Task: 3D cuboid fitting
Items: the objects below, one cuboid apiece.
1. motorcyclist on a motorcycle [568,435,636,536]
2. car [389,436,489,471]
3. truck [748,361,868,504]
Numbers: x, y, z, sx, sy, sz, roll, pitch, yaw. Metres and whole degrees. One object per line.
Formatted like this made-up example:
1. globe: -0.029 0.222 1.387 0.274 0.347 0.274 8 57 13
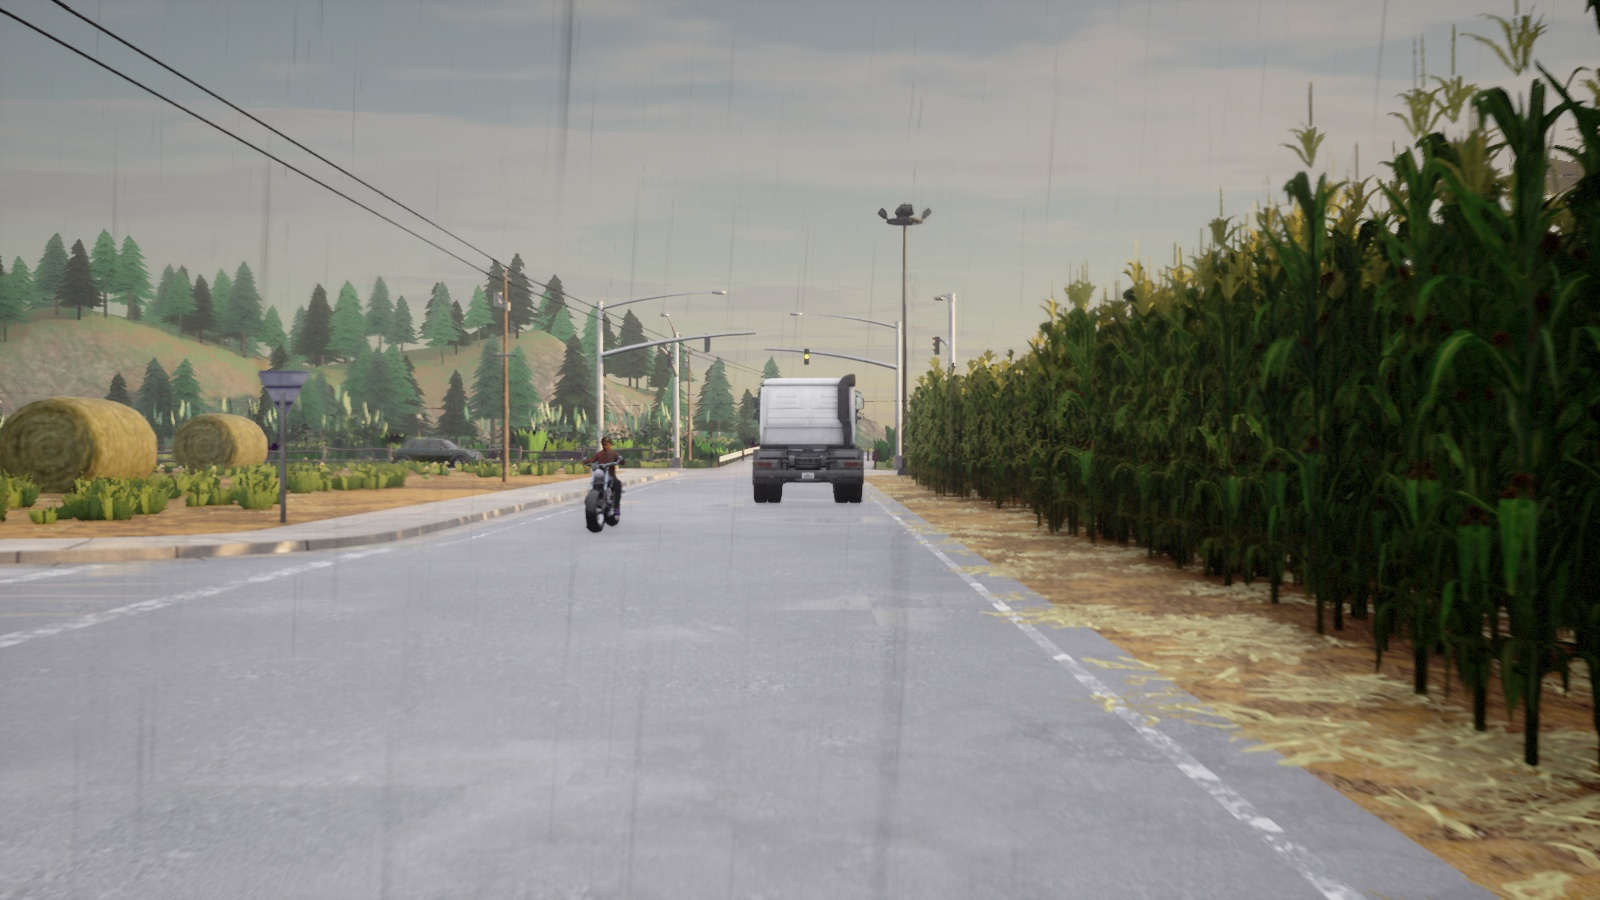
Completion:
1. motorcyclist on a motorcycle: -3.377 0.567 21.606 0.766 1.649 2.350 0 1 1
2. car: -18.672 0.171 65.146 4.553 1.767 2.097 0 0 3
3. truck: 0.210 -0.438 34.332 2.891 3.462 7.936 0 0 0
